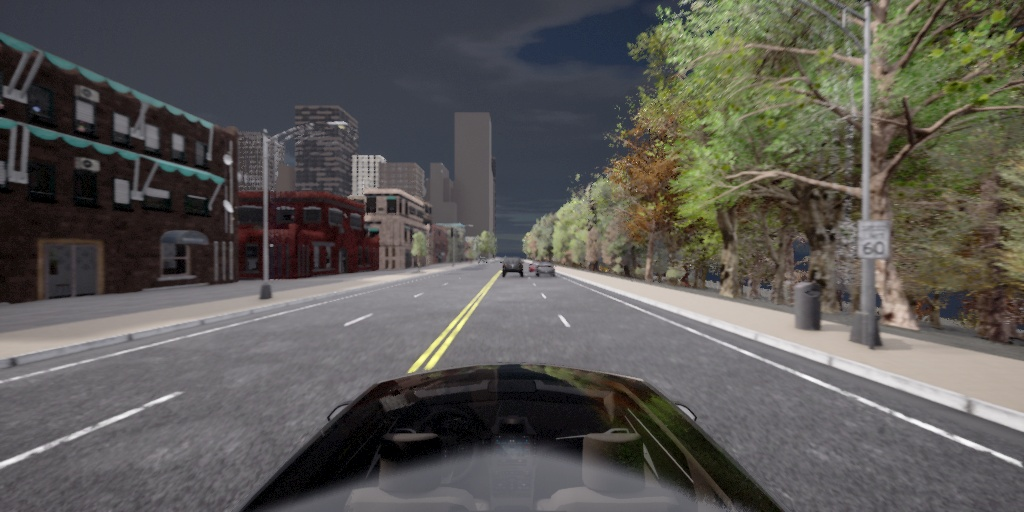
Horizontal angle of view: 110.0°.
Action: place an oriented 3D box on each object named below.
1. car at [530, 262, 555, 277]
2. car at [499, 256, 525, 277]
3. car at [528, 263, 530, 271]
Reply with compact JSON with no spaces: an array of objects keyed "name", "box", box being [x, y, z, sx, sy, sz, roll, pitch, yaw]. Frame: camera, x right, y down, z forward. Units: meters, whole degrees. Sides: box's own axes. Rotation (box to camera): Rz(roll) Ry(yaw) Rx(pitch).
[{"name":"car","box":[3.343,1.331,36.920,2.128,1.511,4.902,0,0,0]},{"name":"car","box":[0.091,1.060,36.744,2.150,2.045,5.566,0,0,1]},{"name":"car","box":[3.260,1.430,47.939,1.994,1.385,4.181,0,0,0]}]
